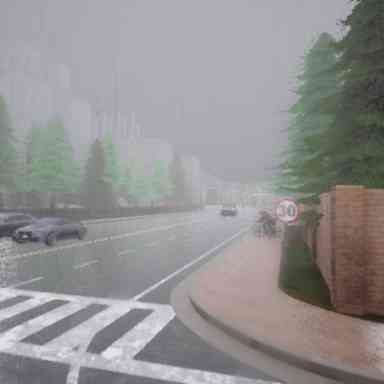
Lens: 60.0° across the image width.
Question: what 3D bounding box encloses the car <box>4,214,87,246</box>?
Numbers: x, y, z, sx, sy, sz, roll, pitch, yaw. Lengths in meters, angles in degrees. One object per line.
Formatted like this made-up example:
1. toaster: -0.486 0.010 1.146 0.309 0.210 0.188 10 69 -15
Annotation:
1. car: -7.560 2.032 18.048 1.994 1.385 4.181 0 -2 16

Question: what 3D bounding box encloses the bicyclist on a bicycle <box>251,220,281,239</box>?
1. bicyclist on a bicycle: 4.201 1.932 19.530 1.656 1.620 0.582 -1 -2 36

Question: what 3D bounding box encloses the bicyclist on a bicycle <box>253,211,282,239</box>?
1. bicyclist on a bicycle: 4.591 1.958 20.268 1.656 1.620 0.582 0 -2 23

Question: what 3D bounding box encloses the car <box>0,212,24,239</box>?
1. car: -10.837 1.978 19.316 1.837 1.490 4.892 0 -2 16

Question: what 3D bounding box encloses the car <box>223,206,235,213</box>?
1. car: 8.135 3.795 72.474 1.994 1.385 4.181 0 -2 16

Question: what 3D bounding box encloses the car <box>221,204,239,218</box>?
1. car: 5.649 3.050 50.741 1.882 1.535 5.008 0 -2 16
